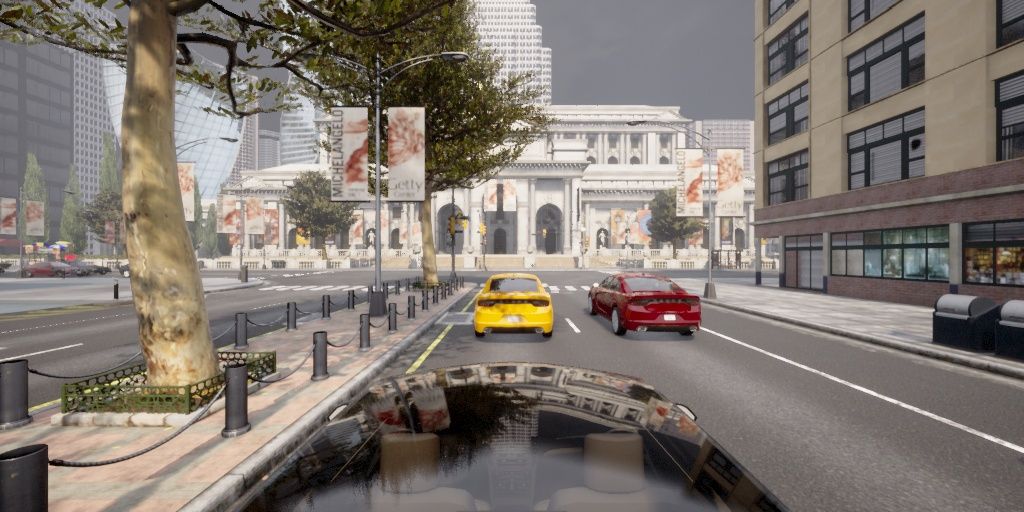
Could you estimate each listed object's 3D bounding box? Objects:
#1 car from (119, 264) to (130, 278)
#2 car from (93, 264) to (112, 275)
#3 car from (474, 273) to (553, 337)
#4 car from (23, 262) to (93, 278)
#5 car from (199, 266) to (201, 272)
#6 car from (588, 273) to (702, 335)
[{"bbox_3d":[-34.182,1.255,34.000,4.892,1.490,1.837,0,0,0],"label":"car"},{"bbox_3d":[-45.304,1.297,37.460,5.357,1.411,2.033,0,0,0],"label":"car"},{"bbox_3d":[0.055,1.228,10.338,1.882,1.535,5.008,0,0,0],"label":"car"},{"bbox_3d":[-43.381,1.276,33.967,4.674,1.442,1.812,0,0,-1],"label":"car"},{"bbox_3d":[-35.480,1.228,37.499,5.008,1.535,1.882,0,0,0],"label":"car"},{"bbox_3d":[3.557,1.228,10.517,1.882,1.535,5.008,0,0,0],"label":"car"}]
